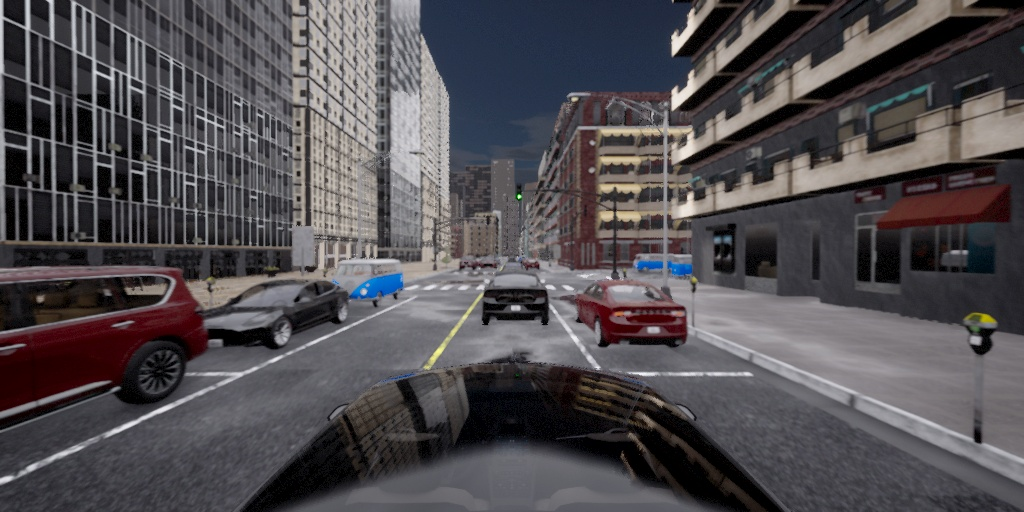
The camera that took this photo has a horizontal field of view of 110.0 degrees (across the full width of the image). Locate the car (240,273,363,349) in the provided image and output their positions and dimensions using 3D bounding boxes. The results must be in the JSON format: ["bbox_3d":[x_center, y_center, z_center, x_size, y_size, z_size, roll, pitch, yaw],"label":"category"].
[{"bbox_3d":[-5.693,1.277,9.029,1.948,1.339,4.313,0,0,0],"label":"car"}]

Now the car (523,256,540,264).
[{"bbox_3d":[2.681,1.079,46.942,1.888,1.381,4.507,0,0,0],"label":"car"}]

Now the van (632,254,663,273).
[{"bbox_3d":[13.715,0.698,34.515,3.998,1.789,1.690,0,0,0],"label":"van"}]

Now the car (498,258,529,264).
[{"bbox_3d":[0.098,1.152,30.940,2.033,1.411,5.357,0,0,0],"label":"car"}]

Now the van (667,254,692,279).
[{"bbox_3d":[13.738,0.779,26.135,3.998,1.789,1.690,0,0,0],"label":"van"}]

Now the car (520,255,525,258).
[{"bbox_3d":[2.679,0.925,57.996,1.967,1.591,4.097,0,0,0],"label":"car"}]

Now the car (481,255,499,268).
[{"bbox_3d":[-3.090,0.878,48.534,2.097,1.767,4.553,0,0,0],"label":"car"}]

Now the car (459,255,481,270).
[{"bbox_3d":[-5.699,0.848,46.941,2.192,1.841,5.009,0,0,0],"label":"car"}]

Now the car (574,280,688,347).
[{"bbox_3d":[2.687,1.257,9.029,1.888,1.381,4.507,0,0,0],"label":"car"}]

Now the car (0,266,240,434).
[{"bbox_3d":[-5.692,1.055,3.506,2.192,1.841,5.009,0,0,0],"label":"car"}]

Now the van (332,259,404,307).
[{"bbox_3d":[-5.694,1.024,14.552,1.690,1.789,3.998,0,0,0],"label":"van"}]

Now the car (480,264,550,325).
[{"bbox_3d":[0.097,1.176,11.644,1.882,1.535,5.008,0,0,0],"label":"car"}]
